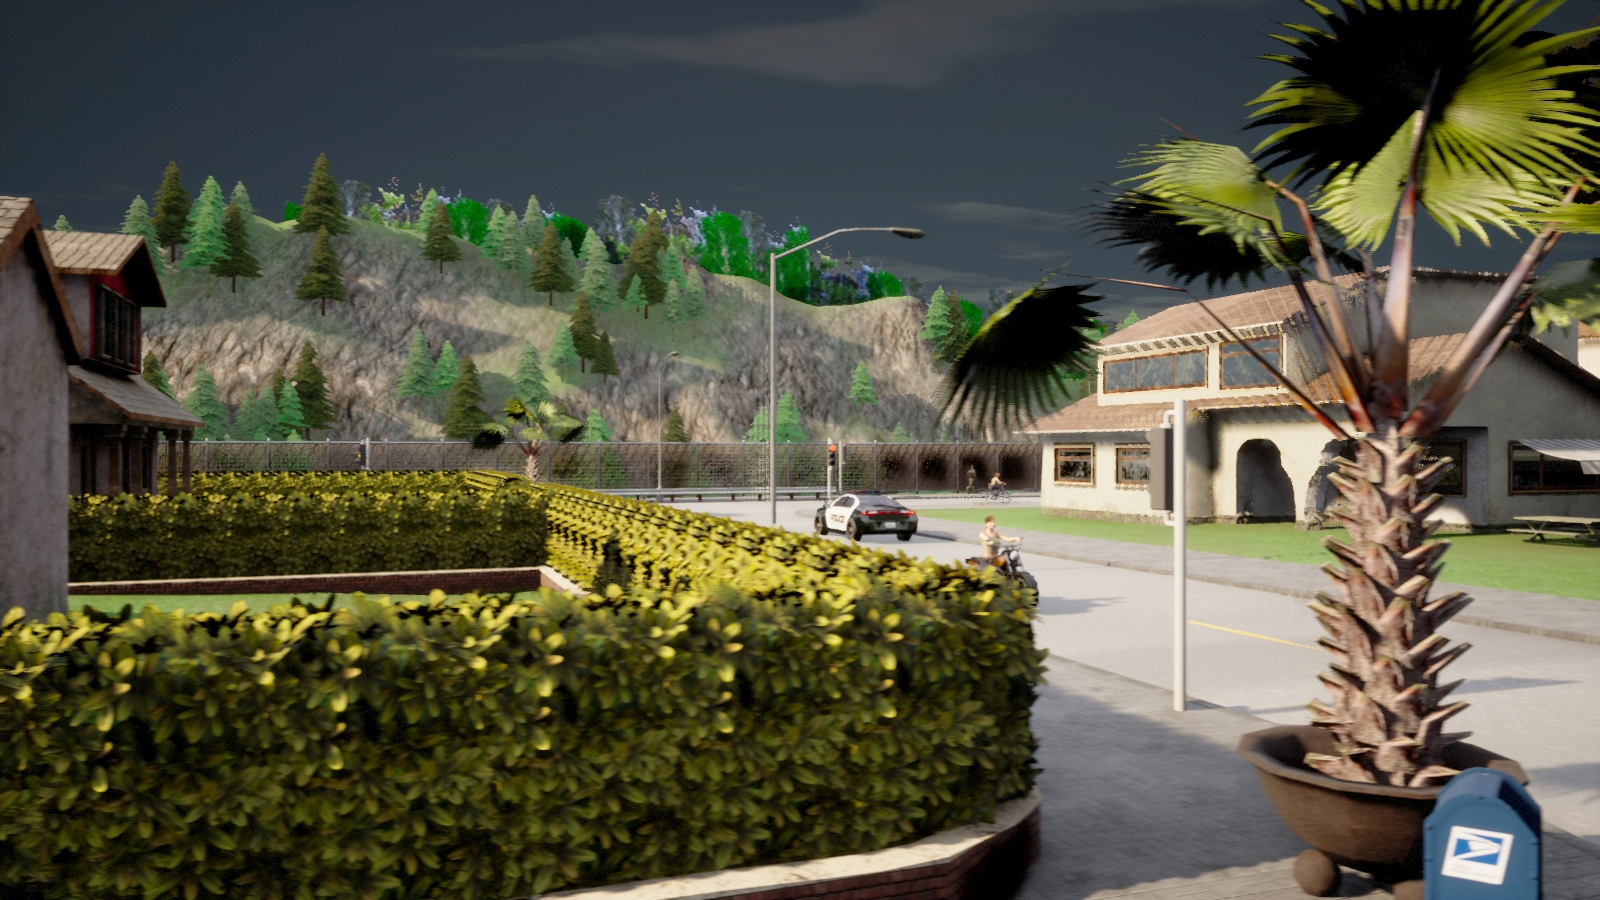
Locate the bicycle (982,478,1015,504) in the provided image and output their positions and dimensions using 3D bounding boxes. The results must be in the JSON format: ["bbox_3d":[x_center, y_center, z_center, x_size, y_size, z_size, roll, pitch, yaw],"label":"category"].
[{"bbox_3d":[10.460,2.157,60.331,1.487,1.276,0.859,0,0,-20],"label":"bicycle"}]

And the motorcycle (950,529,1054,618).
[{"bbox_3d":[3.556,2.155,20.354,0.764,1.307,2.356,0,0,-20],"label":"motorcycle"}]

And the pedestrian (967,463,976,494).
[{"bbox_3d":[10.420,1.744,69.514,0.375,1.860,0.375,0,0,-28],"label":"pedestrian"}]

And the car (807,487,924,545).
[{"bbox_3d":[1.976,2.037,36.385,2.038,1.542,4.974,0,0,-18],"label":"car"}]
